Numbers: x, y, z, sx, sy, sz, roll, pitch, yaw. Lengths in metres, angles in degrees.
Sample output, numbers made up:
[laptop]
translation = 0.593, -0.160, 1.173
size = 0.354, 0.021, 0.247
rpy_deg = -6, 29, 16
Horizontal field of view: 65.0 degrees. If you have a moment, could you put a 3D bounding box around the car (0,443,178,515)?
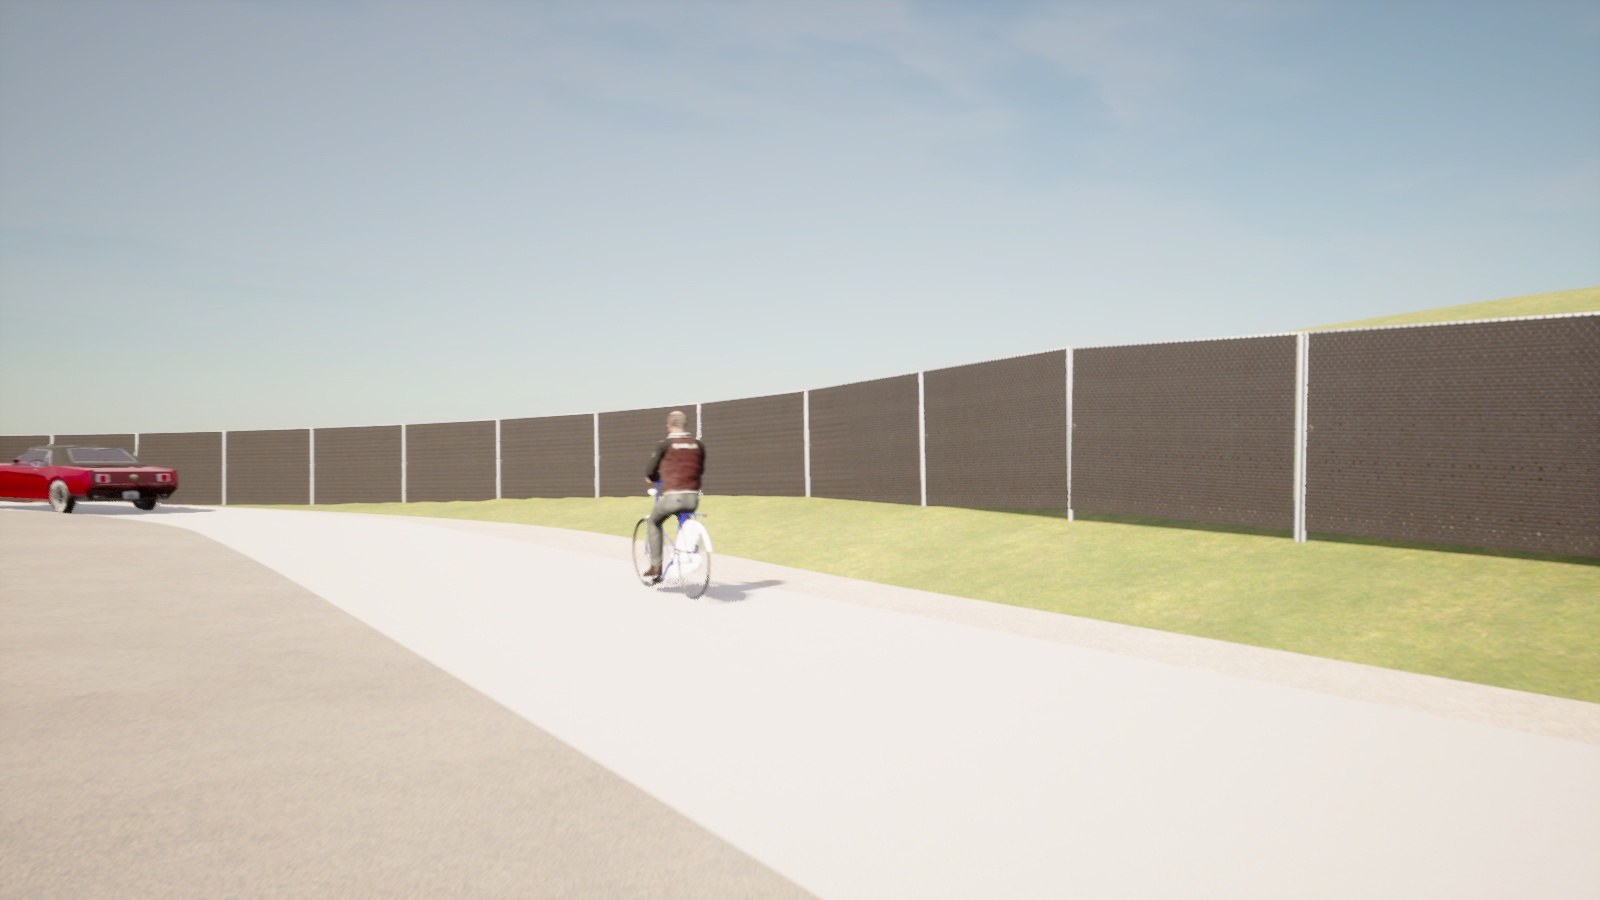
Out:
[car]
translation = -14.807, 0.528, 25.205
size = 4.718, 1.301, 1.895
rpy_deg = 1, 0, 31

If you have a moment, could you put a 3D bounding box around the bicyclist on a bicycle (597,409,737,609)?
[bicyclist on a bicycle]
translation = -1.315, 0.509, 12.082
size = 0.659, 1.776, 1.843
rpy_deg = 0, 1, -29
